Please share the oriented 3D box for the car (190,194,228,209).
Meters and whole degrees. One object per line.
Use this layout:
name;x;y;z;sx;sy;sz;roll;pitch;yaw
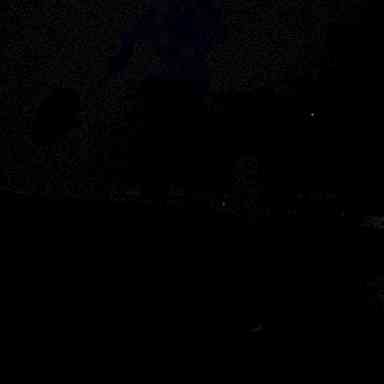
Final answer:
car;1.729;0.930;34.914;2.128;1.511;4.902;-2;2;-36
